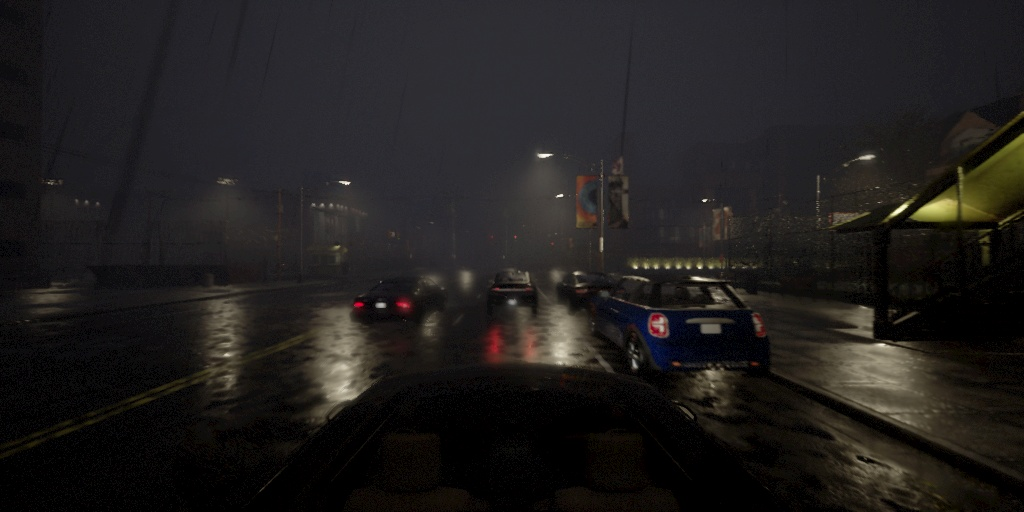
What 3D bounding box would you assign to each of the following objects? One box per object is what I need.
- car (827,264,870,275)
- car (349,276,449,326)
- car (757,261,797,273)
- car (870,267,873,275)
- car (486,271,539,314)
[{"bbox_3d":[42.714,1.666,44.882,5.357,1.411,2.033,0,0,0],"label":"car"},{"bbox_3d":[-3.473,1.385,12.051,2.033,1.411,5.357,0,0,1],"label":"car"},{"bbox_3d":[35.799,1.498,48.371,4.553,1.767,2.097,0,0,0],"label":"car"},{"bbox_3d":[45.178,1.581,41.384,4.902,1.511,2.128,0,0,-1],"label":"car"},{"bbox_3d":[0.045,1.348,14.237,2.128,1.511,4.902,0,0,0],"label":"car"}]
